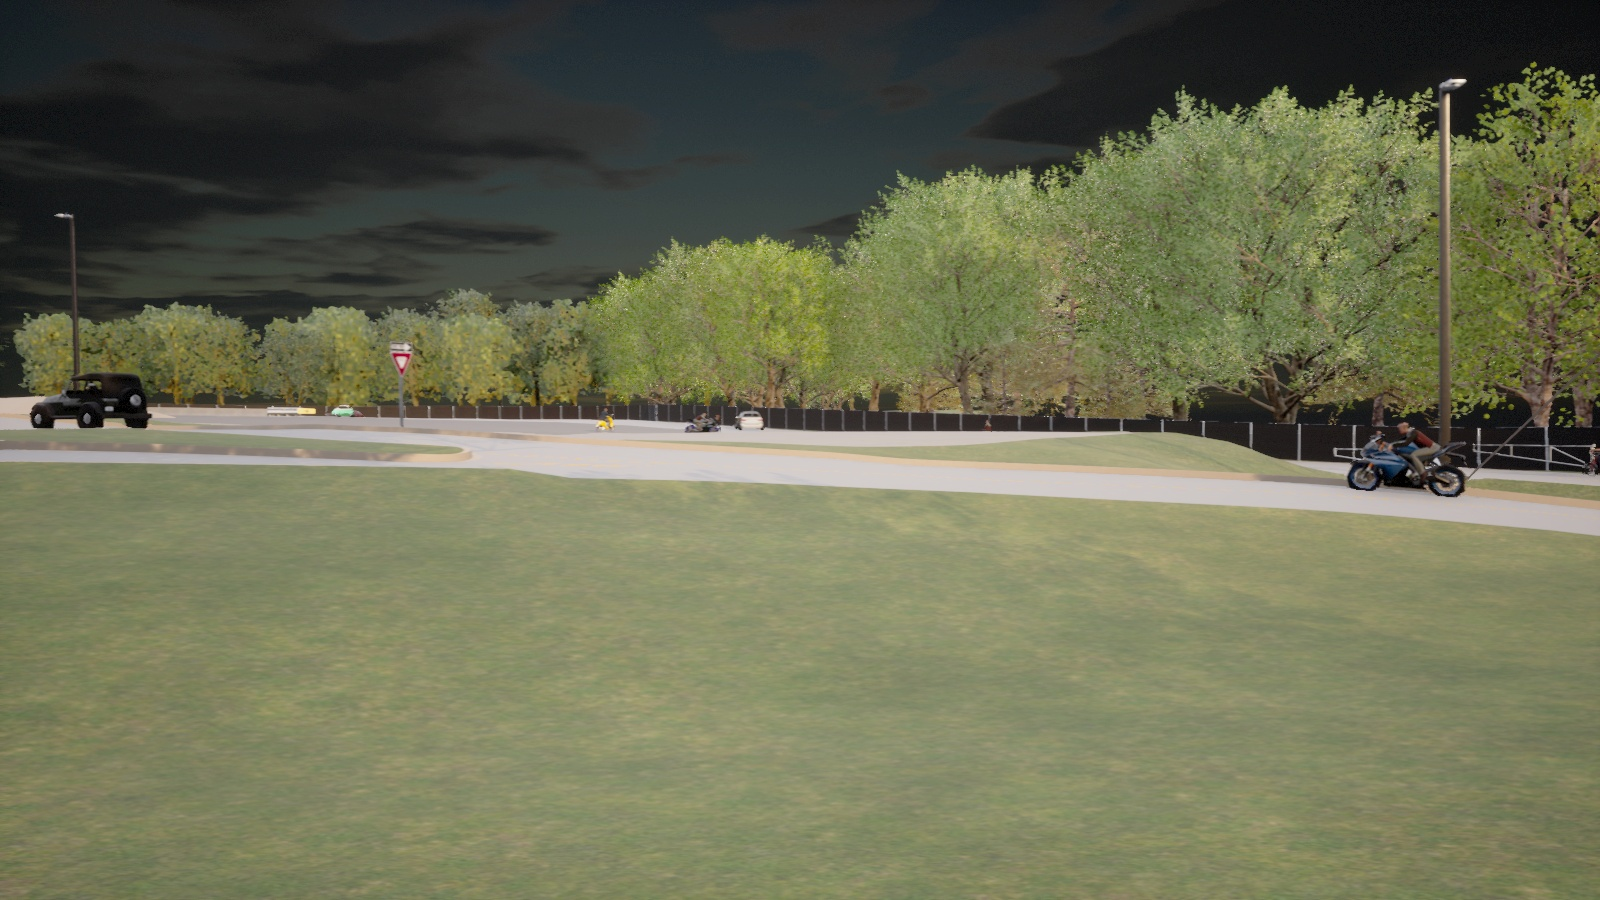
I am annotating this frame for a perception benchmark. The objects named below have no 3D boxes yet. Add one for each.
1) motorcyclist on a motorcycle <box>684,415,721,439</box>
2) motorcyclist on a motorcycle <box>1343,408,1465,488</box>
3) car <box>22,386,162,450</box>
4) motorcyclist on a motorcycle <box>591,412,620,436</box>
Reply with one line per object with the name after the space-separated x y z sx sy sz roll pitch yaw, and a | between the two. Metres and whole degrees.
-6.229 -1.462 80.415 2.191 1.530 0.866 0 1 -20 | motorcyclist on a motorcycle
12.561 -0.071 26.144 2.191 1.530 0.866 3 3 27 | motorcyclist on a motorcycle
-22.711 -1.017 40.283 3.866 1.878 1.905 -1 2 25 | car
-12.990 -1.715 83.836 0.866 1.590 1.817 1 1 34 | motorcyclist on a motorcycle
